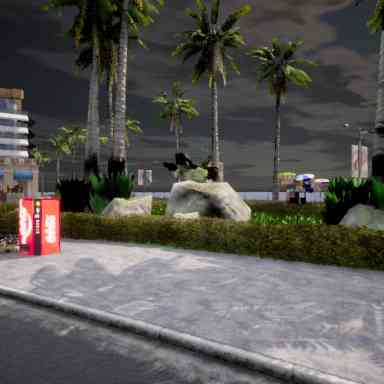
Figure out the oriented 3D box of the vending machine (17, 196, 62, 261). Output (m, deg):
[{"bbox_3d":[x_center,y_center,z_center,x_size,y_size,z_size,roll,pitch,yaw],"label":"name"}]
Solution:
[{"bbox_3d":[-5.242,1.195,11.447,0.880,2.100,1.100,0,0,28],"label":"vending machine"}]
